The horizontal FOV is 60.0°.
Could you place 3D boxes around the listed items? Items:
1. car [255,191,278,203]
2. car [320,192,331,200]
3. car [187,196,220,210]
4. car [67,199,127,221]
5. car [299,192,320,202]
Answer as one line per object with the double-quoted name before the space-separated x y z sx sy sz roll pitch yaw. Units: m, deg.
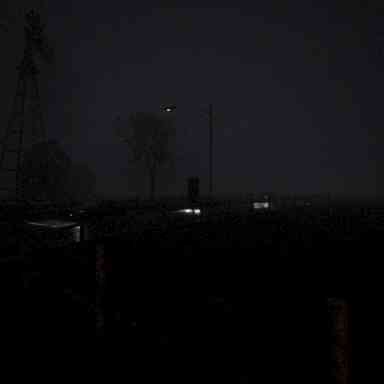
"car" 11.108 0.667 49.587 2.097 1.767 4.553 1 2 36
"car" 24.757 0.710 62.544 1.994 1.385 4.181 1 1 36
"car" 1.268 1.100 35.796 1.994 1.385 4.181 1 2 36
"car" -6.832 1.247 24.388 1.812 1.442 4.674 1 2 35
"car" 18.959 0.800 54.360 1.812 1.442 4.674 1 2 35
